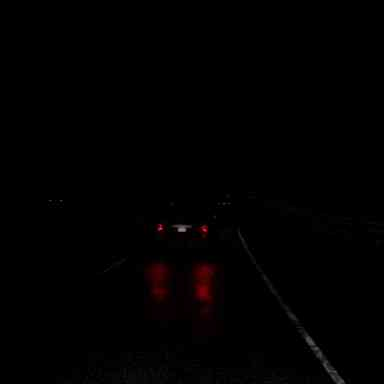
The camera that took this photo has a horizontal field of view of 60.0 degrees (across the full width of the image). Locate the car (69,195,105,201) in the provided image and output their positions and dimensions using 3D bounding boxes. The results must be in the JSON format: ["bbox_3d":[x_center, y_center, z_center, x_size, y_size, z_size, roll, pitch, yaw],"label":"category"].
[{"bbox_3d":[-13.553,1.450,43.329,1.895,1.301,4.718,0,0,9],"label":"car"}]

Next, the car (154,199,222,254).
[{"bbox_3d":[-0.056,1.339,13.689,2.097,1.767,4.553,0,0,8],"label":"car"}]

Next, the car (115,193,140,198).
[{"bbox_3d":[-11.302,1.359,58.838,1.837,1.490,4.892,1,0,9],"label":"car"}]

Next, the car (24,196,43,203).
[{"bbox_3d":[-20.460,1.316,44.433,1.812,1.442,4.674,0,0,9],"label":"car"}]

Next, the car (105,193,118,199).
[{"bbox_3d":[-14.749,1.388,59.441,1.994,1.385,4.181,0,0,9],"label":"car"}]

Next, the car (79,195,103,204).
[{"bbox_3d":[-18.160,1.342,60.200,2.033,1.411,5.357,0,0,8],"label":"car"}]

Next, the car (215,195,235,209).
[{"bbox_3d":[4.477,1.546,45.387,2.033,1.411,5.357,0,0,8],"label":"car"}]

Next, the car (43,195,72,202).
[{"bbox_3d":[-17.002,1.172,43.910,2.097,1.767,4.553,0,0,9],"label":"car"}]

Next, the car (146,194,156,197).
[{"bbox_3d":[-9.108,1.281,73.995,1.882,1.535,5.008,0,0,8],"label":"car"}]
